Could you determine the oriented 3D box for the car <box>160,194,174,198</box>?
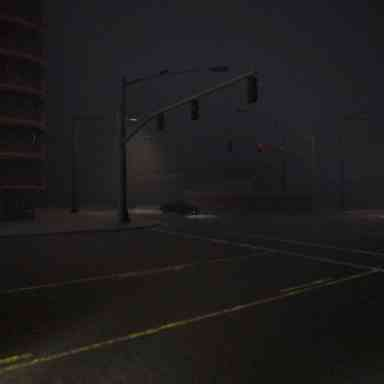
[{"bbox_3d":[-5.364,1.280,80.343,4.611,1.667,2.242,0,0,-35],"label":"car"}]

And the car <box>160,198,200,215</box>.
[{"bbox_3d":[-1.373,1.627,34.984,2.033,1.411,5.357,0,0,-37],"label":"car"}]

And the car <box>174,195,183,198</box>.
[{"bbox_3d":[-1.391,1.433,76.123,3.806,1.475,1.970,0,0,-35],"label":"car"}]

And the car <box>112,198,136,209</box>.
[{"bbox_3d":[-9.365,1.582,45.736,2.128,1.511,4.902,0,0,-37],"label":"car"}]

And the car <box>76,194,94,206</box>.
[{"bbox_3d":[-19.323,1.320,59.200,2.150,2.045,5.566,0,0,-36],"label":"car"}]
